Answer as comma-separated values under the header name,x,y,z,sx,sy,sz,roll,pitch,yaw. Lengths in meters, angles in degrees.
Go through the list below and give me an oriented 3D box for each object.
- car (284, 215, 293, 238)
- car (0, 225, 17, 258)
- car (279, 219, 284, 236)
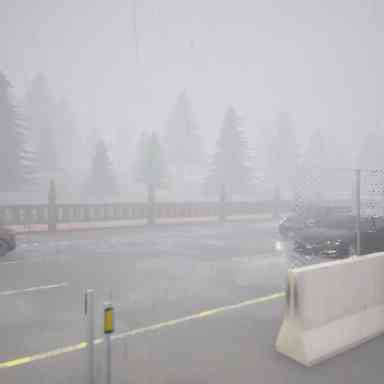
name,x,y,z,sx,sy,sz,roll,pitch,yaw
car,5.851,1.565,12.237,4.892,1.490,1.837,0,0,-34
car,-8.159,1.545,11.035,4.181,1.385,1.994,1,0,-35
car,6.549,1.427,16.935,4.553,1.767,2.097,0,0,-34
